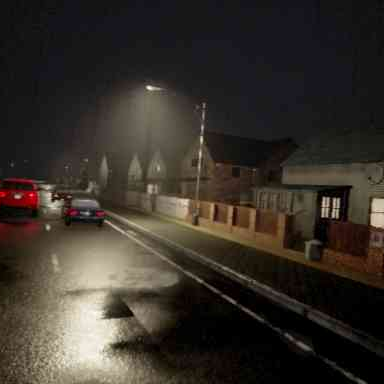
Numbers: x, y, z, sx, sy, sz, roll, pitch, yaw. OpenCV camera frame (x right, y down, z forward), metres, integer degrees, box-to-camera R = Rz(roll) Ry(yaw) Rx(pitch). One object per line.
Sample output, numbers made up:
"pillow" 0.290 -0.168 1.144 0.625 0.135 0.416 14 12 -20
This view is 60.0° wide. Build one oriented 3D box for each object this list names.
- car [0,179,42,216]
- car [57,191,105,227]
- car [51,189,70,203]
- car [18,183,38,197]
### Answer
"car" -10.631 0.263 20.540 2.150 2.045 5.566 4 0 -25
"car" -5.980 0.977 18.065 2.033 1.411 5.357 4 0 -24
"car" -13.147 0.375 33.518 1.895 1.301 4.718 4 0 -24
"car" -20.043 -0.268 40.798 2.033 1.411 5.357 4 0 -25
